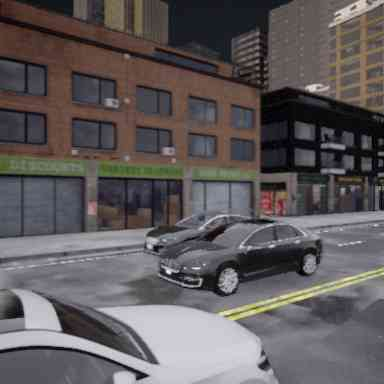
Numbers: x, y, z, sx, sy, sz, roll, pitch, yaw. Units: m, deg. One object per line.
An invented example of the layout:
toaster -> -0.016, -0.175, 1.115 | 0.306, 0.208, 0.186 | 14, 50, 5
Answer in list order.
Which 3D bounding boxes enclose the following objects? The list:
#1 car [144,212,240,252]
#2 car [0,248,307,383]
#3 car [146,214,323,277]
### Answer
car -> 0.639, 1.491, 12.123 | 4.902, 1.511, 2.128 | 0, 0, -35
car -> -1.386, 1.526, 2.453 | 4.674, 1.442, 1.812 | 0, 0, -36
car -> 1.462, 1.505, 8.720 | 4.892, 1.490, 1.837 | 0, 0, -36
